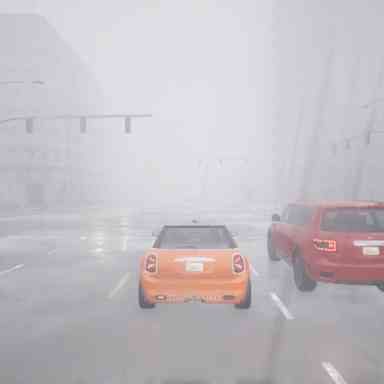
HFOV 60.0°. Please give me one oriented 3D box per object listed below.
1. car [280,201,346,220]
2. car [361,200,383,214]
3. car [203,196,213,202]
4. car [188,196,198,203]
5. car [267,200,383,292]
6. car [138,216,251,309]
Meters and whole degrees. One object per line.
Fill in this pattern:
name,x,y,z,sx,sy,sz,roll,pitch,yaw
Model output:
car,10.149,1.505,28.130,4.892,1.490,1.837,0,0,1
car,20.508,1.564,35.209,4.181,1.385,1.994,0,0,1
car,3.612,1.524,74.389,1.812,1.442,4.674,0,0,0
car,0.218,1.526,68.491,1.812,1.442,4.674,0,0,0
car,3.547,1.221,9.059,2.150,2.045,5.566,0,0,2
car,0.069,1.352,8.037,2.097,1.767,4.553,0,0,1
